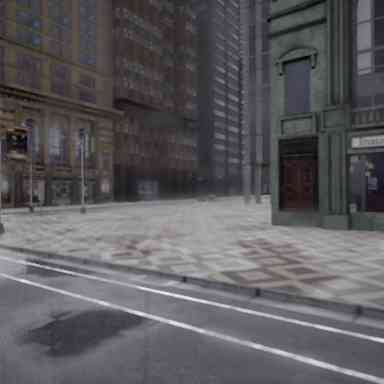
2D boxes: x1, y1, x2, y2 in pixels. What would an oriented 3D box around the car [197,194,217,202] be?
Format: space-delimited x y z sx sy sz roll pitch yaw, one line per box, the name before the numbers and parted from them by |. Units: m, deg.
car | 2.795 1.098 60.712 1.837 1.490 4.892 0 0 36
